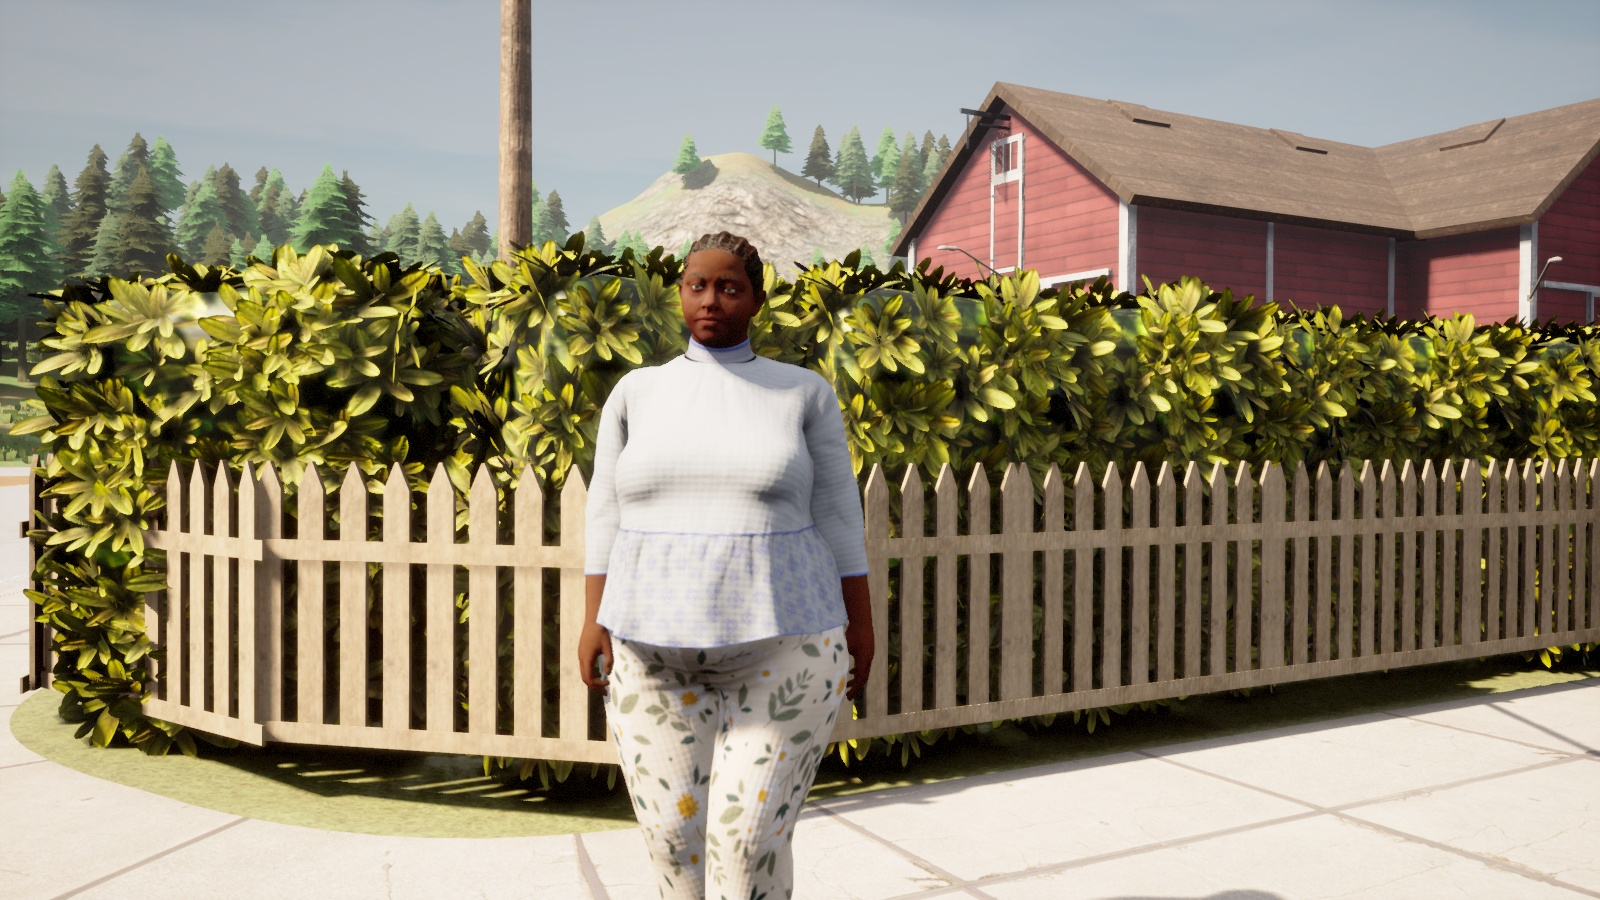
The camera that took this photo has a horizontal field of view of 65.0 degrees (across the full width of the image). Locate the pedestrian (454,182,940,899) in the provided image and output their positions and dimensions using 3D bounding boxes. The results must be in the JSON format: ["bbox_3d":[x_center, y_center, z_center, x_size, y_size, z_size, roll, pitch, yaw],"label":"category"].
[{"bbox_3d":[-0.163,0.424,2.884,0.874,1.855,0.900,-1,1,11],"label":"pedestrian"}]
